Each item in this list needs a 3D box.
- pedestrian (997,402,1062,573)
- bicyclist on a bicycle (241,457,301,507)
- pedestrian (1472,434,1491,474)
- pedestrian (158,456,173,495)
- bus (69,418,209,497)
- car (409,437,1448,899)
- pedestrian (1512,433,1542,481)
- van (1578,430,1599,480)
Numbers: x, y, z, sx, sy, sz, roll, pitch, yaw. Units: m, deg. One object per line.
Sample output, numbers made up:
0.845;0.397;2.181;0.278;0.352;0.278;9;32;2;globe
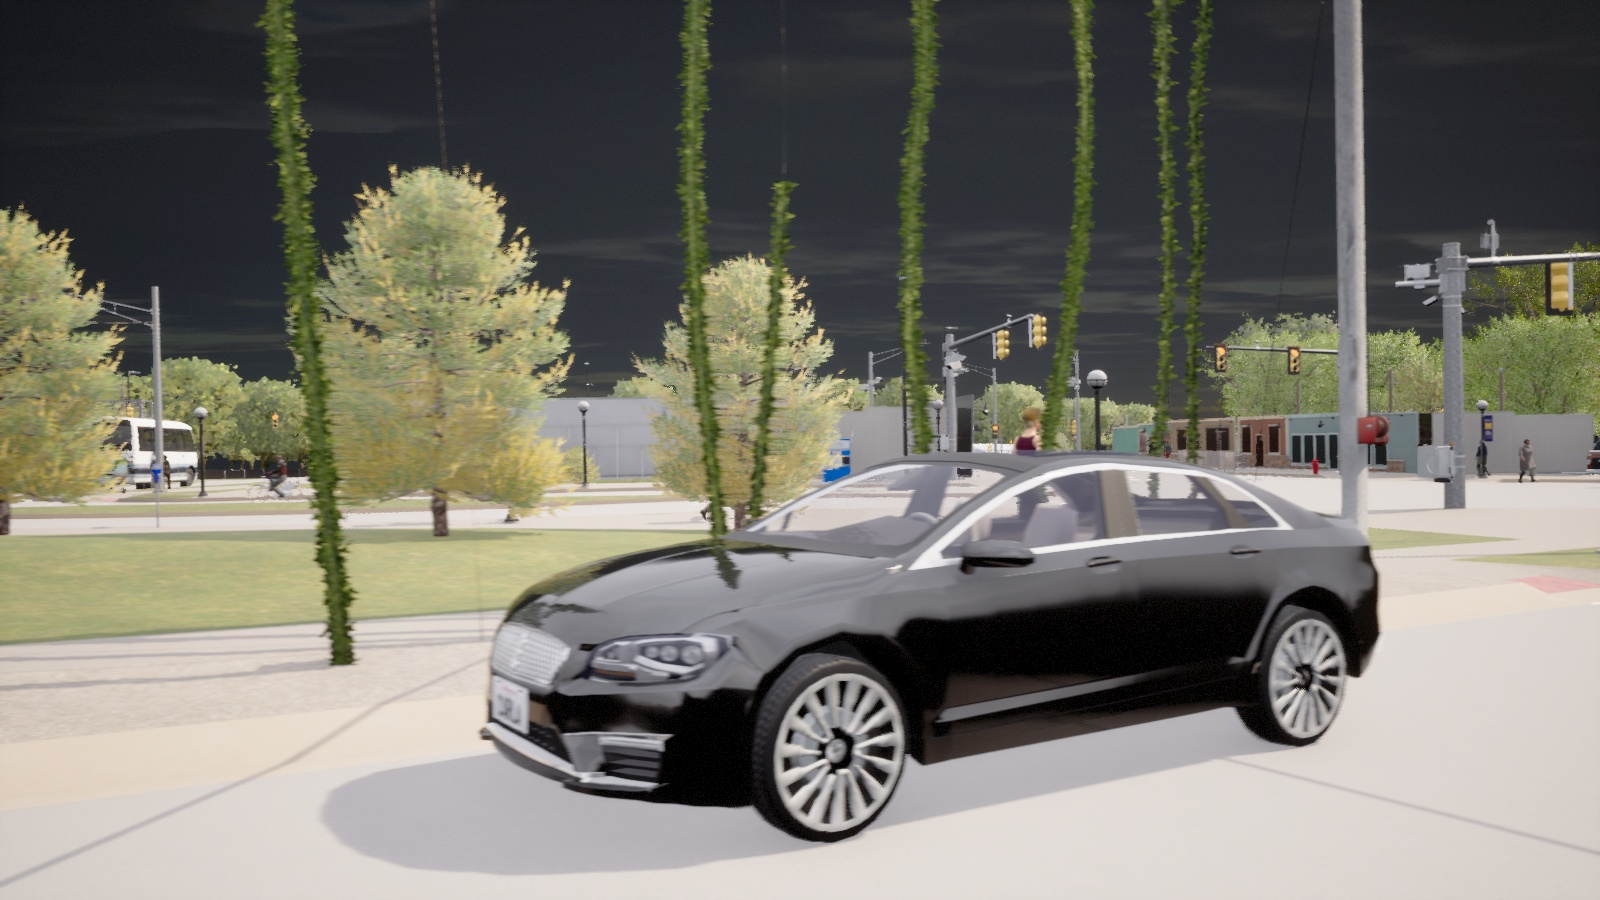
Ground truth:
2.519;0.399;13.788;0.594;1.836;0.345;-2;1;-34;pedestrian
-19.014;1.144;45.170;1.843;1.776;0.659;-1;0;-8;bicyclist on a bicycle
32.071;0.189;59.089;0.726;1.835;0.370;-2;1;-20;pedestrian
-31.281;1.257;61.916;0.395;1.930;0.692;-2;1;-9;pedestrian
-39.126;0.454;74.892;3.944;4.253;10.273;-2;0;-7;bus
0.824;0.710;6.270;4.902;1.511;2.128;0;0;-33;car
29.598;0.281;51.131;0.659;1.952;0.873;-1;1;-3;pedestrian
35.046;0.226;52.037;4.480;2.038;2.069;0;-1;-9;van
